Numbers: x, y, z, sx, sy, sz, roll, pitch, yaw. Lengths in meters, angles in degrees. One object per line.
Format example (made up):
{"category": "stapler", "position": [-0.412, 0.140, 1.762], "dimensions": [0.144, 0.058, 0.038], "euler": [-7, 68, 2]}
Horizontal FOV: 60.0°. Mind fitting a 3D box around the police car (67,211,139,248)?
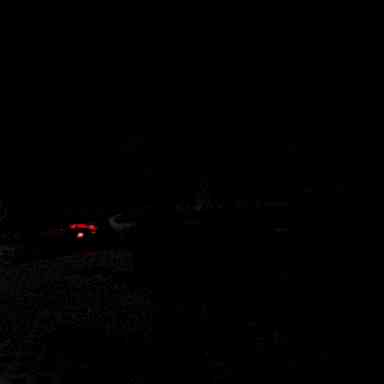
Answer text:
{"category": "police car", "position": [-3.327, 1.704, 15.962], "dimensions": [2.038, 1.542, 4.974], "euler": [-1, -2, 35]}
